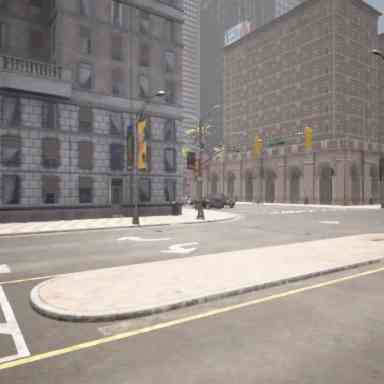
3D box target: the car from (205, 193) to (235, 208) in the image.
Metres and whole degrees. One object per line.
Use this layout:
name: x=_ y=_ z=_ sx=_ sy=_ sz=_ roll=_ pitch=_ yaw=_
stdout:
car: x=3.825 y=1.221 z=47.901 sx=2.150 sy=2.045 sz=5.566 roll=0 pitch=0 yaw=-35

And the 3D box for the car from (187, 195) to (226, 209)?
car: x=1.850 y=1.478 z=44.629 sx=1.882 sy=1.535 sz=5.008 roll=0 pitch=0 yaw=-35

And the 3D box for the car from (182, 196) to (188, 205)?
car: x=-1.805 y=1.491 z=56.212 sx=2.128 sy=1.511 sz=4.902 roll=0 pitch=0 yaw=-34
